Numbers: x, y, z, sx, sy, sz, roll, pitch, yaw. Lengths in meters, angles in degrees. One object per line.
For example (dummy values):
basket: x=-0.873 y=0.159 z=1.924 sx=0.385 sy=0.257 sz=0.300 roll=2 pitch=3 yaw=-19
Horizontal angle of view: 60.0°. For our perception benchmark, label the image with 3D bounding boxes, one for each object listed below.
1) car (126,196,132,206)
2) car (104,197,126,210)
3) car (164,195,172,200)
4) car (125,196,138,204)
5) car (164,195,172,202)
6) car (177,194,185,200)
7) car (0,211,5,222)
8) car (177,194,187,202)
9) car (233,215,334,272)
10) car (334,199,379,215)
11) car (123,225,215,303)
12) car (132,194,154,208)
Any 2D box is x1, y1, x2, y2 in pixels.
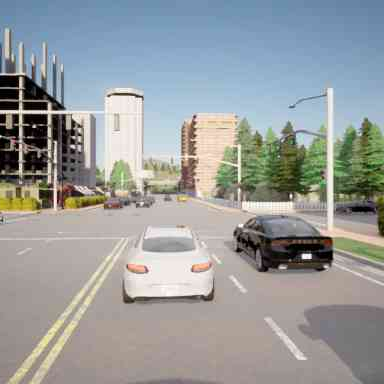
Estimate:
car: x=-11.000 y=1.477 z=53.105 sx=1.882 sy=1.535 sz=5.008 roll=0 pitch=0 yaw=-4
car: x=-10.332 y=1.478 z=43.779 sx=1.882 sy=1.535 sz=5.008 roll=0 pitch=0 yaw=-4
car: x=-6.303 y=1.379 z=86.233 sx=1.994 sy=1.385 sz=4.181 roll=0 pitch=0 yaw=-4
car: x=-11.854 y=1.547 z=65.690 sx=2.033 sy=1.411 sz=5.357 roll=0 pitch=0 yaw=-4
car: x=-5.679 y=1.518 z=77.662 sx=2.128 sy=1.511 sz=4.902 roll=0 pitch=0 yaw=-4
car: x=-2.812 y=1.304 z=86.487 sx=1.882 sy=1.535 sz=5.008 roll=0 pitch=0 yaw=-4
car: x=-14.995 y=1.492 z=21.777 sx=4.902 sy=1.511 sz=2.128 roll=0 pitch=0 yaw=-3
car: x=-2.117 y=1.470 z=76.939 sx=1.882 sy=1.535 sz=5.008 roll=0 pitch=0 yaw=-4
car: x=2.674 y=1.478 z=10.868 sx=1.882 sy=1.535 sz=5.008 roll=0 pitch=0 yaw=-5
car: x=17.050 y=1.491 z=34.008 sx=4.902 sy=1.511 sz=2.128 roll=0 pitch=0 yaw=-3
car: x=-0.590 y=1.526 z=8.129 sx=1.812 sy=1.442 sz=4.674 roll=0 pitch=0 yaw=-5
car: x=-7.187 y=1.491 z=48.852 sx=2.128 sy=1.511 sz=4.902 roll=0 pitch=0 yaw=-4
